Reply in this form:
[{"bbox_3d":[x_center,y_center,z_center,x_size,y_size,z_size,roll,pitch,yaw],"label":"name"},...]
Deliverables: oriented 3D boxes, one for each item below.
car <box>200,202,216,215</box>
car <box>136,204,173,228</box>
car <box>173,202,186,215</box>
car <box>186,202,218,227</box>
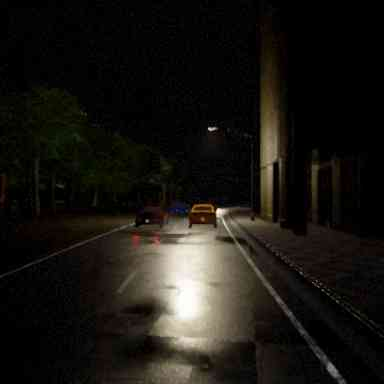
[{"bbox_3d":[2.107,2.043,42.030,1.882,1.535,5.008,0,-2,5],"label":"car"},{"bbox_3d":[-2.719,1.691,23.420,1.812,1.442,4.674,0,-1,3],"label":"car"},{"bbox_3d":[-1.505,2.007,40.960,1.882,1.535,5.008,0,-2,5],"label":"car"},{"bbox_3d":[0.827,1.655,24.088,1.882,1.535,5.008,0,-1,3],"label":"car"}]
